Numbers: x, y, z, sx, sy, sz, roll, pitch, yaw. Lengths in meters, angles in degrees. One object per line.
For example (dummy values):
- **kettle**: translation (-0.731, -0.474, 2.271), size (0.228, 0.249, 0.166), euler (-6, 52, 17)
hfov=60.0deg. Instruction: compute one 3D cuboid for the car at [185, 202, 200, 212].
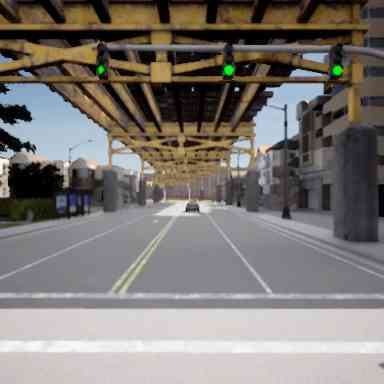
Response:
- **car**: translation (0.097, 2.050, 46.137), size (1.994, 1.385, 4.181), euler (0, -1, 0)
